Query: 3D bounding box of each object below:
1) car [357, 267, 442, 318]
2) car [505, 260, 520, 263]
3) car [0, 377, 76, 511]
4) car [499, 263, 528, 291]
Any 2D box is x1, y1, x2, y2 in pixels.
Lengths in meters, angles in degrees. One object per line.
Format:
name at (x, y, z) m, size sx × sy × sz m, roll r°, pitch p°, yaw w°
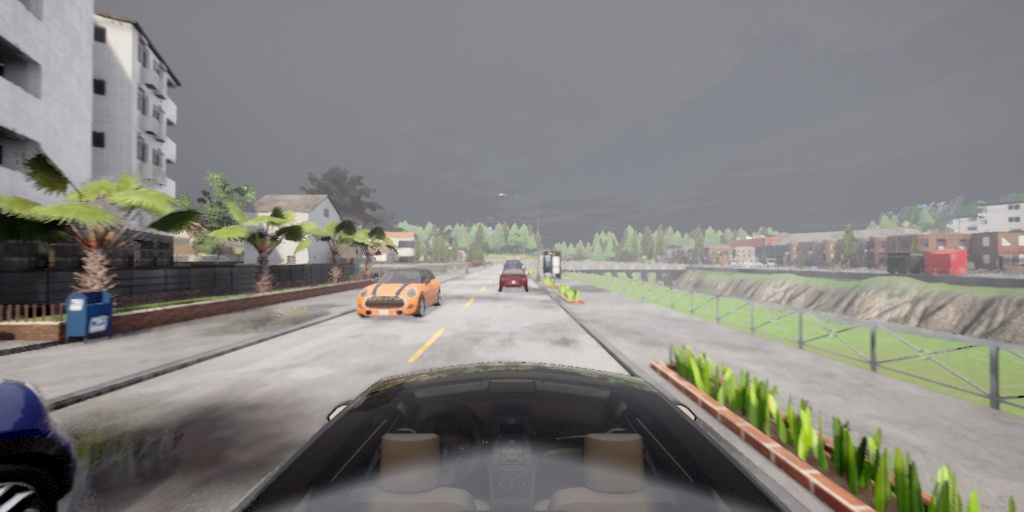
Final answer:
car at (-4.084, 1.242, 13.699) m, size 2.097 × 1.767 × 4.553 m, roll 0°, pitch -1°, yaw 0°
car at (0.102, 1.446, 42.287) m, size 2.150 × 2.045 × 5.566 m, roll 0°, pitch 0°, yaw 0°
car at (-4.098, 1.088, 0.475) m, size 2.097 × 1.767 × 4.553 m, roll 0°, pitch -1°, yaw 0°
car at (0.101, 1.494, 24.615) m, size 1.882 × 1.535 × 5.008 m, roll 0°, pitch 0°, yaw 0°
